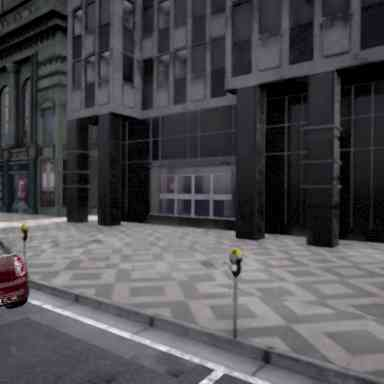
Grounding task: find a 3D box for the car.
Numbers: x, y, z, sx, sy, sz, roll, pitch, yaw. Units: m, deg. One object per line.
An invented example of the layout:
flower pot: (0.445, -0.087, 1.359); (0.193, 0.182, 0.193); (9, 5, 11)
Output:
car: (-5.041, 1.392, 6.491); (4.097, 1.590, 1.967); (0, 0, 35)
